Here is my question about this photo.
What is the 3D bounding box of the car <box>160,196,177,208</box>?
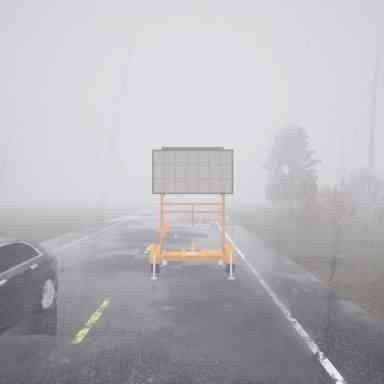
[{"bbox_3d":[-3.495,1.551,47.556,1.812,1.442,4.674,0,0,0],"label":"car"}]

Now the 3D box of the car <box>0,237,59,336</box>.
[{"bbox_3d":[-3.590,1.505,4.823,1.837,1.490,4.892,0,0,0],"label":"car"}]

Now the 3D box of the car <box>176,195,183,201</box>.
[{"bbox_3d":[-3.321,1.556,83.600,2.128,1.511,4.902,0,0,0],"label":"car"}]

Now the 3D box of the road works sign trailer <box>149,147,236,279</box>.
[{"bbox_3d":[0.021,0.465,9.974,2.380,3.560,2.880,0,0,0],"label":"road works sign trailer"}]
